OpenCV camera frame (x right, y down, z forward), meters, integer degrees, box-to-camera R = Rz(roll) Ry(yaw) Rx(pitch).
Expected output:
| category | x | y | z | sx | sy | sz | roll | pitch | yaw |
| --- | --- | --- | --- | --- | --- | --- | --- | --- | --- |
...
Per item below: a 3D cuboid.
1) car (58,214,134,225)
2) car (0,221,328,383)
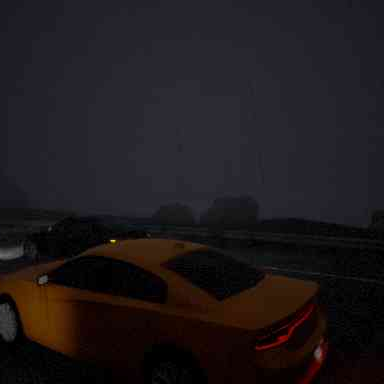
| category | x | y | z | sx | sy | sz | roll | pitch | yaw |
| --- | --- | --- | --- | --- | --- | --- | --- | --- | --- |
| car | -3.365 | 1.431 | 10.526 | 4.674 | 1.442 | 1.812 | -1 | 1 | 33 |
| car | -0.818 | 1.413 | 4.630 | 5.008 | 1.535 | 1.882 | -1 | 1 | 35 |
